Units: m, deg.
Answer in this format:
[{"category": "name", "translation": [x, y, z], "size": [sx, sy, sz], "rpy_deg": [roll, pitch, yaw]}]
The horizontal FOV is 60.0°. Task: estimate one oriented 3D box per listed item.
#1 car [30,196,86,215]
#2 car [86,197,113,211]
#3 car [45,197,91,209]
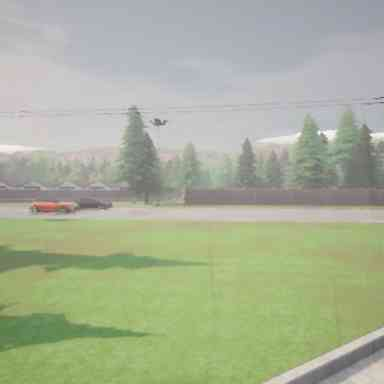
[{"category": "car", "translation": [-13.076, 1.247, 32.019], "size": [4.553, 1.767, 2.097], "rpy_deg": [0, 0, 8]}, {"category": "car", "translation": [-11.659, 1.382, 38.888], "size": [4.892, 1.490, 1.837], "rpy_deg": [0, 0, 8]}, {"category": "car", "translation": [-15.999, 1.408, 43.028], "size": [5.357, 1.411, 2.033], "rpy_deg": [0, 0, 8]}]
